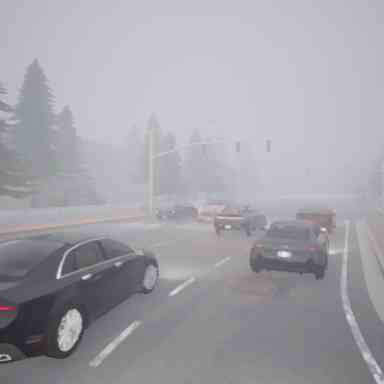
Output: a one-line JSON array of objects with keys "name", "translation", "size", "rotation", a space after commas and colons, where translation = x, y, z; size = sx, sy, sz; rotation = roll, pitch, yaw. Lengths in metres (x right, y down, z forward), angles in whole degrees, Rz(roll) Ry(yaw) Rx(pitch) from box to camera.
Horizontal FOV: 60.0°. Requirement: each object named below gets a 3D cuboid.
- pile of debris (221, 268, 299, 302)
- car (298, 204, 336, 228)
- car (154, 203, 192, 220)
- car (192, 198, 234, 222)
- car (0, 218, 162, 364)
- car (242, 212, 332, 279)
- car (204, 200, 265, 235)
[{"name": "pile of debris", "translation": [1.684, 2.153, 7.893], "size": [1.500, 0.140, 1.860], "rotation": [0, 0, 22]}, {"name": "car", "translation": [7.317, 1.445, 19.572], "size": [1.882, 1.535, 5.008], "rotation": [1, 0, 26]}, {"name": "car", "translation": [-1.087, 1.545, 26.660], "size": [1.895, 1.301, 4.718], "rotation": [1, 0, 25]}, {"name": "car", "translation": [2.104, 1.270, 25.215], "size": [2.097, 1.767, 4.553], "rotation": [1, 0, 25]}, {"name": "car", "translation": [-2.146, 1.464, 6.031], "size": [1.837, 1.490, 4.892], "rotation": [0, 0, 15]}, {"name": "car", "translation": [3.109, 1.542, 10.223], "size": [1.994, 1.385, 4.181], "rotation": [0, 0, 23]}, {"name": "car", "translation": [2.702, 1.434, 17.907], "size": [2.128, 1.511, 4.902], "rotation": [1, 0, 25]}]
